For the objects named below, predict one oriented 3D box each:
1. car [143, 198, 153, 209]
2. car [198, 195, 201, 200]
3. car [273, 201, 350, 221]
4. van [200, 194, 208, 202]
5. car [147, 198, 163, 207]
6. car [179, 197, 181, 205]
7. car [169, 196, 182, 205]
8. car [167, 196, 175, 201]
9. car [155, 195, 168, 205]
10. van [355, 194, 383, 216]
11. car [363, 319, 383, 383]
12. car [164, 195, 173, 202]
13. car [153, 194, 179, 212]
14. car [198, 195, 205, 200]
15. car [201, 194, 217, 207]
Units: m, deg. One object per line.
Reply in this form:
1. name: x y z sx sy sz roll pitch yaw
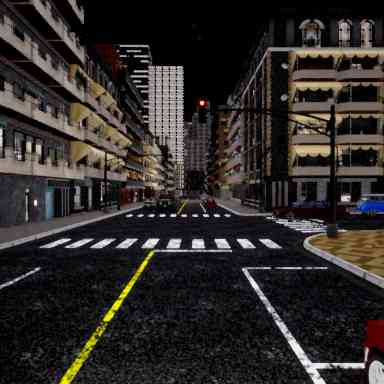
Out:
1. car: -5.640 1.560 45.293 2.008 1.369 4.403 0 0 0
2. car: 2.769 1.577 67.388 2.008 1.369 4.403 -1 0 0
3. car: 8.894 1.381 25.061 5.357 1.411 2.033 -1 0 4
4. van: 2.781 1.378 78.444 1.690 1.788 3.998 -1 0 0
5. car: -5.633 1.579 50.820 1.947 1.339 4.313 0 0 0
6. car: -3.026 1.539 50.365 1.812 1.442 4.674 0 0 0
7. car: -2.982 1.569 61.709 2.033 1.411 5.357 0 0 1
8. car: -5.583 1.632 89.516 1.802 1.307 4.206 -1 0 0
9. car: -5.620 1.462 61.876 1.967 1.590 4.097 -1 0 0
10. van: 15.675 1.035 27.360 3.998 1.788 1.690 -1 1 -1
11. car: 2.684 1.544 1.805 1.887 1.381 4.507 0 0 0
12. car: -5.598 1.562 78.290 1.752 1.417 4.829 -1 0 0
13. car: -3.049 1.228 40.077 2.150 2.045 5.566 0 0 0
14. car: 2.804 1.601 95.028 1.887 1.381 4.507 -1 0 0
15. car: 2.746 1.454 50.805 1.967 1.590 4.097 -1 0 0
